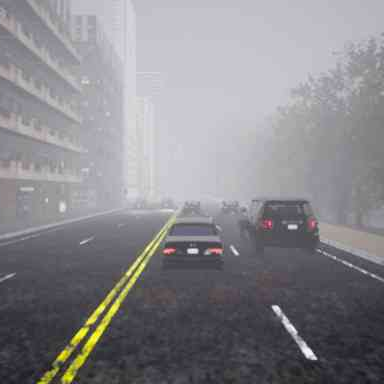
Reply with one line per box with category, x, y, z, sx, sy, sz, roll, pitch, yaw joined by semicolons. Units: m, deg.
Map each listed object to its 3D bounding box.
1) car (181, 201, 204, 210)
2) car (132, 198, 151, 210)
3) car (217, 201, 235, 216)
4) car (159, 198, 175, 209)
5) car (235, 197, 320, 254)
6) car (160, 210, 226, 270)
car;0.070;1.502;29.675;2.128;1.511;4.902;0;0;0
car;-6.599;1.512;43.864;2.128;1.511;4.902;0;0;0
car;3.319;1.502;29.669;2.128;1.511;4.902;0;0;0
car;-3.347;1.513;45.220;2.128;1.511;4.902;0;0;0
car;3.313;1.226;13.579;2.150;2.045;5.566;0;0;0
car;0.045;1.550;10.967;2.033;1.411;5.357;0;0;0
